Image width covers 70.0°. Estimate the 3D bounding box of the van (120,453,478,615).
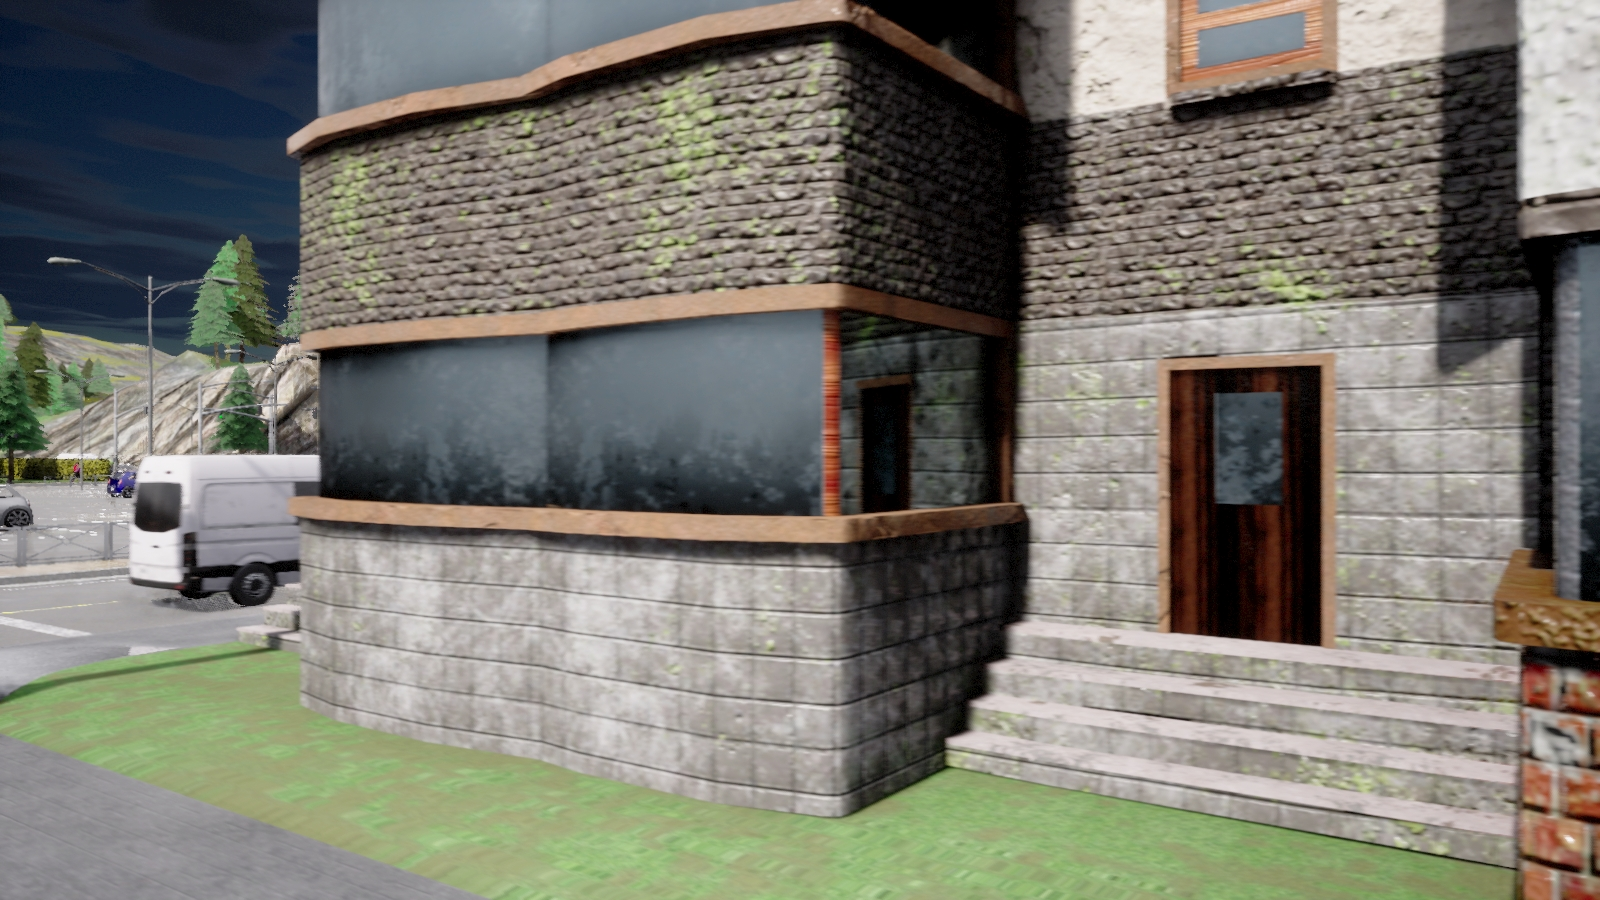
[{"bbox_3d":[-8.995,1.352,21.177,1.988,2.561,5.915,0,0,34],"label":"van"}]
